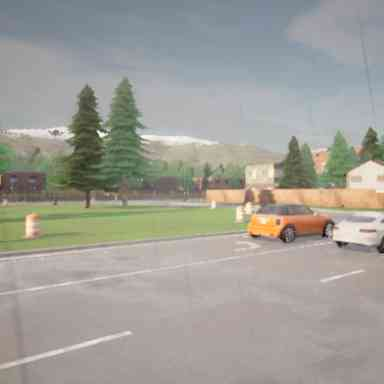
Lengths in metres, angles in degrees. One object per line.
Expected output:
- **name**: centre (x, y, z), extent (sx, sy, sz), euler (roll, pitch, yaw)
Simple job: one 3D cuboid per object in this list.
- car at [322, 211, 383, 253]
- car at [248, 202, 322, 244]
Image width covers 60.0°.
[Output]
- **car**: centre (7.588, 1.510, 13.519), extent (4.674, 1.442, 1.812), euler (0, 0, -35)
- **car**: centre (4.864, 1.337, 16.011), extent (4.553, 1.767, 2.097), euler (0, 0, -36)
